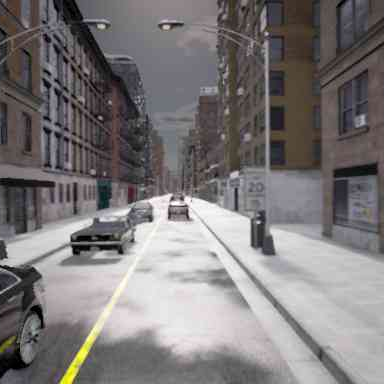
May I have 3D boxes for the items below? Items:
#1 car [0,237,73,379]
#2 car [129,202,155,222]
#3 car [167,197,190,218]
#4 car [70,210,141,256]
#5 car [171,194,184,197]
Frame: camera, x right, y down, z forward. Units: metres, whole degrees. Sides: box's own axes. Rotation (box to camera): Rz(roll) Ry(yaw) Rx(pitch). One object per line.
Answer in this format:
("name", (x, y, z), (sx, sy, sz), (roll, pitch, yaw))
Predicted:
("car", (-2.925, 1.523, 2.915), (2.128, 1.511, 4.902), (-1, 0, -3))
("car", (-4.035, 1.574, 27.145), (1.812, 1.442, 4.674), (-1, 0, -2))
("car", (-1.240, 1.511, 30.133), (2.128, 1.511, 4.902), (-1, 0, -3))
("car", (-3.426, 1.641, 13.600), (1.895, 1.301, 4.718), (-1, 0, -3))
("car", (-2.035, 1.247, 47.112), (2.150, 2.045, 5.566), (-1, 0, -3))
